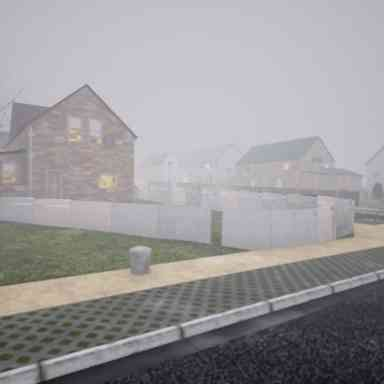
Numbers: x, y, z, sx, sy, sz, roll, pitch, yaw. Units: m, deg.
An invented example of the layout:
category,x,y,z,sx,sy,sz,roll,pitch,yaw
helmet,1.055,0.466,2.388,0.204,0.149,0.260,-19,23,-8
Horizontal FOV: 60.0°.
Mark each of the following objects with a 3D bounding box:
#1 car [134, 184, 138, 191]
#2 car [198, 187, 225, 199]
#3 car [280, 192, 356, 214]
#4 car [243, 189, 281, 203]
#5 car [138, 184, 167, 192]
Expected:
category,x,y,z,sx,sy,sz,roll,pitch,yaw
car,-9.882,-0.733,52.169,1.837,1.490,4.892,1,2,-34
car,1.875,0.250,34.733,1.837,1.490,4.892,1,3,-34
car,9.186,0.838,23.992,1.882,1.535,5.008,1,3,-34
car,6.912,0.491,32.582,1.837,1.490,4.892,1,2,-34
car,-5.839,-0.535,51.229,2.033,1.411,5.357,1,2,-34
